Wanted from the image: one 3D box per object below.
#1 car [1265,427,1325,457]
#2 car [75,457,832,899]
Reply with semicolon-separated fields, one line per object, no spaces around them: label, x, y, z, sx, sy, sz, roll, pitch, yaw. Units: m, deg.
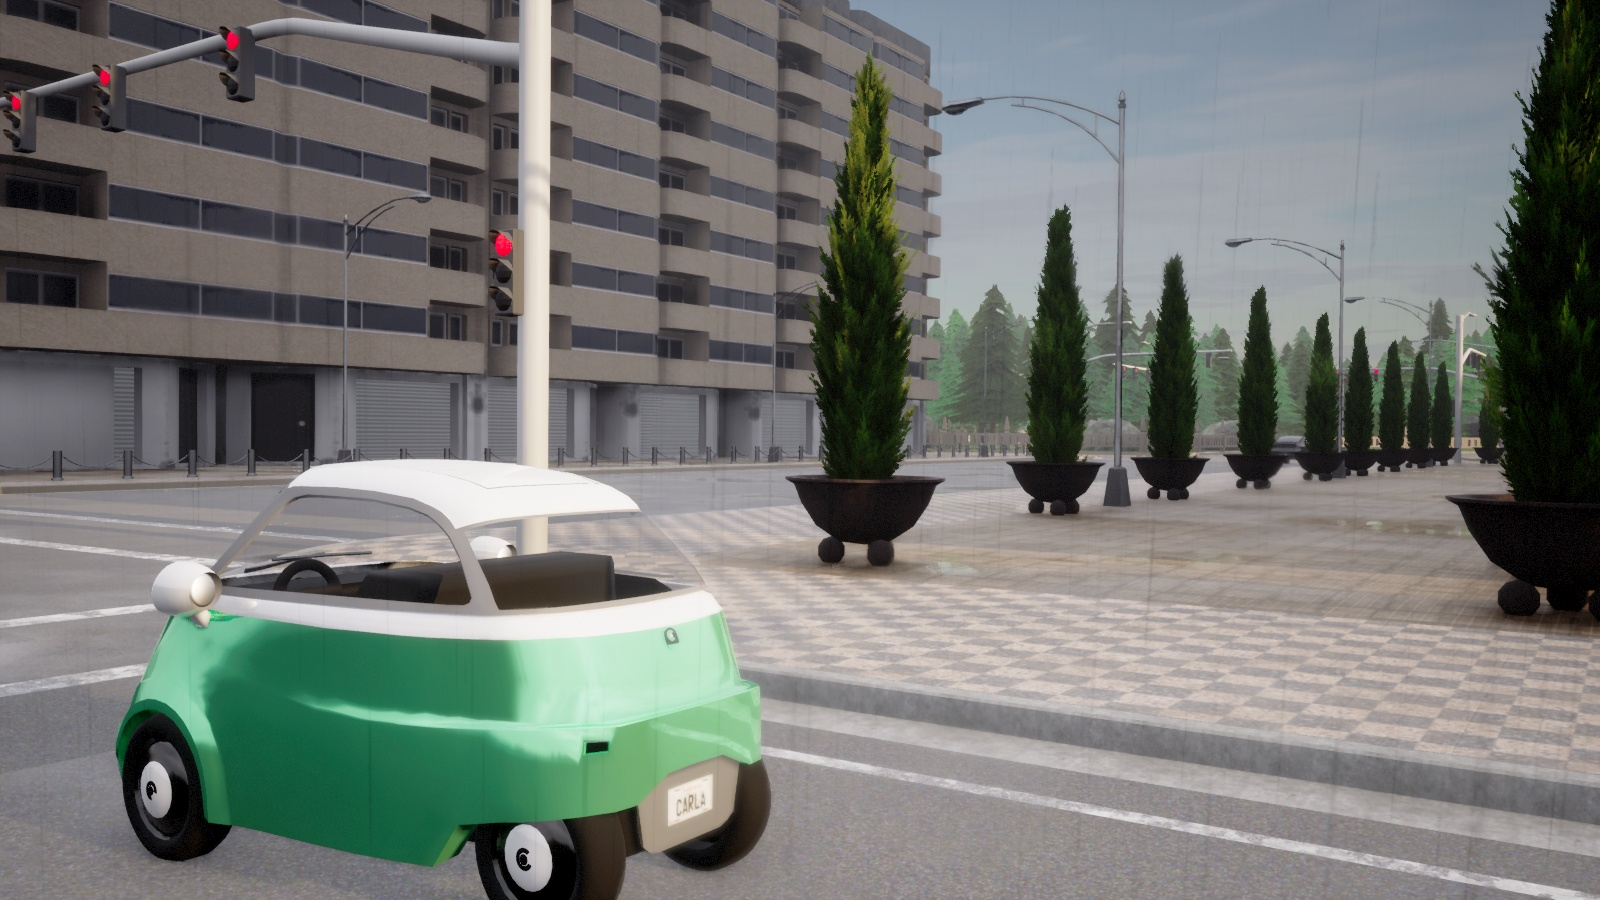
car;25.735;-0.442;65.164;1.837;1.490;4.892;0;1;34
car;-1.218;0.737;4.433;2.207;1.376;1.481;0;1;34
